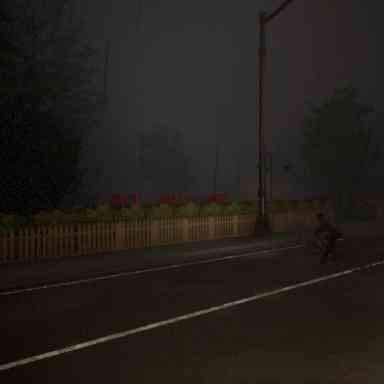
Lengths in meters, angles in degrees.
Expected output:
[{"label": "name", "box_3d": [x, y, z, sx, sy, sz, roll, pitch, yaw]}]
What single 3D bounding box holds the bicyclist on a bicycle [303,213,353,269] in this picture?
[{"label": "bicyclist on a bicycle", "box_3d": [4.071, 1.455, 10.090, 0.582, 1.620, 1.656, 0, -2, -37]}]
